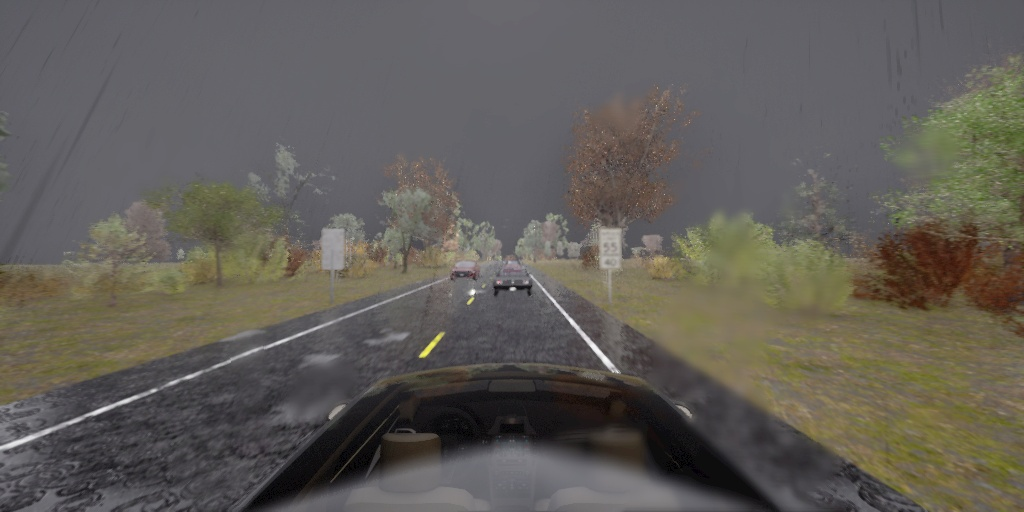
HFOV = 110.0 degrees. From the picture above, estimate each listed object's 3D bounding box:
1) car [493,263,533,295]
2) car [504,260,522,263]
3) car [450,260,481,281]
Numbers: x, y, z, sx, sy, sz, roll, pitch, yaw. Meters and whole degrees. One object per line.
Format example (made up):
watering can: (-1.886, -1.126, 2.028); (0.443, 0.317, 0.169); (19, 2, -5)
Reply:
car: (0.049, 1.229, 18.731); (1.895, 1.301, 4.718); (0, 0, 1)
car: (0.096, 1.088, 37.087); (1.994, 1.385, 4.181); (0, 0, 0)
car: (-3.513, 1.053, 27.716); (1.882, 1.535, 5.008); (0, 0, 0)
